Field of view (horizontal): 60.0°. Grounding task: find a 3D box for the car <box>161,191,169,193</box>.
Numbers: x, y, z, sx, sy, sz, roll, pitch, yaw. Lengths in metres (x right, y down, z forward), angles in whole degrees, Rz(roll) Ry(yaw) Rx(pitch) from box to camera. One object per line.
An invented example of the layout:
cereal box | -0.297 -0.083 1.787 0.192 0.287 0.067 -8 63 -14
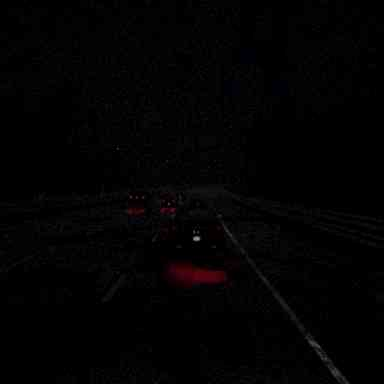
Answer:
car | -5.167 0.550 64.795 1.812 1.442 4.674 0 1 3

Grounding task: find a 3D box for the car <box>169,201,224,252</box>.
car | 0.177 1.323 13.195 1.882 1.535 5.008 0 1 1

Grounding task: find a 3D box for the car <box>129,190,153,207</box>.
car | -6.215 0.730 40.848 2.150 2.045 5.566 0 0 2

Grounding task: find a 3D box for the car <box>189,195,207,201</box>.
car | 0.682 1.090 37.335 1.812 1.442 4.674 0 1 2

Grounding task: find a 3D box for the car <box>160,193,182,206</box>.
car | -2.679 1.099 41.988 1.895 1.301 4.718 0 1 2

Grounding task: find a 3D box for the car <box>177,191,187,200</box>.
car | -1.981 0.683 58.692 1.837 1.490 4.892 0 1 3
